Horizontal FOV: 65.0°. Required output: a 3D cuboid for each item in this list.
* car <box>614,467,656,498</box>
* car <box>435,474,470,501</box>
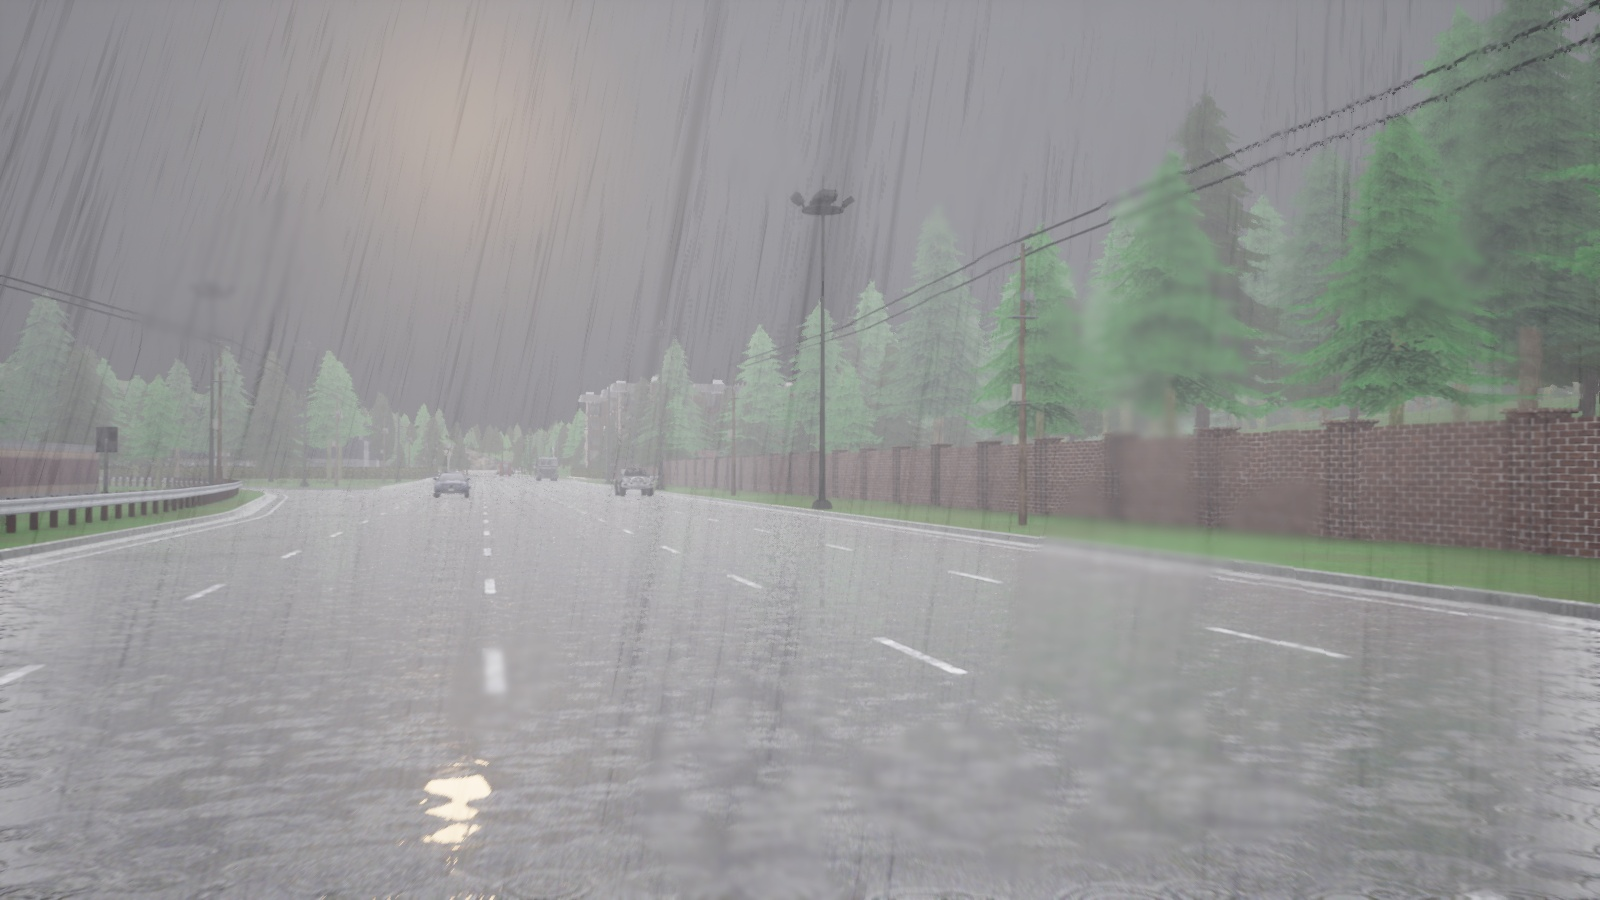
[{"bbox_3d":[-10.000,1.942,75.864,1.932,1.855,4.605,0,-1,-14],"label":"car"},{"bbox_3d":[-19.408,2.094,70.240,1.812,1.442,4.674,0,-1,-14],"label":"car"}]
